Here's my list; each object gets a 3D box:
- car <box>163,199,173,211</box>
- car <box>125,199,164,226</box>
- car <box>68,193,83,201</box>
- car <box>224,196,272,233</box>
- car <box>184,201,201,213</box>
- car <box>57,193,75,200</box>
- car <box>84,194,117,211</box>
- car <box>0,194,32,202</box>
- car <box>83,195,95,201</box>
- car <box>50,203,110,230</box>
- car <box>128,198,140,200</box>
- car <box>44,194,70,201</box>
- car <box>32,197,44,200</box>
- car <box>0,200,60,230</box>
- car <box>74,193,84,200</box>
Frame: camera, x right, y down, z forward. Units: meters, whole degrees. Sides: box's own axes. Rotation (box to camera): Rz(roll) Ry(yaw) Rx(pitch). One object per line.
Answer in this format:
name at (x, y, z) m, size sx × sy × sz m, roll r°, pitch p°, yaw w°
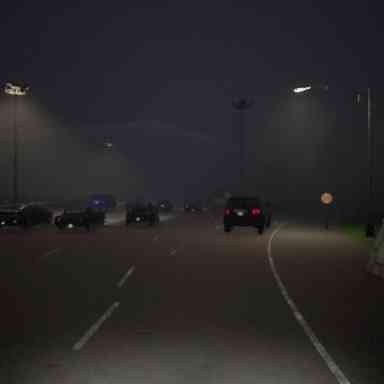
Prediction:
car at (-3.414, 1.583, 40.774) m, size 1.994 × 1.385 × 4.181 m, roll 0°, pitch 0°, yaw 0°
car at (-3.409, 1.503, 23.486) m, size 2.128 × 1.511 × 4.902 m, roll 0°, pitch 0°, yaw 0°
car at (-31.533, 1.253, 90.119) m, size 2.150 × 2.045 × 5.566 m, roll 0°, pitch 0°, yaw 0°
car at (3.452, 1.232, 20.020) m, size 2.150 × 2.045 × 5.566 m, roll -1°, pitch 0°, yaw 19°
car at (0.086, 1.618, 37.665) m, size 1.895 × 1.301 × 4.718 m, roll 0°, pitch 0°, yaw 0°
car at (-28.027, 1.388, 75.032) m, size 2.097 × 1.767 × 4.553 m, roll 0°, pitch 0°, yaw 0°
car at (-10.415, 1.240, 38.952) m, size 2.150 × 2.045 × 5.566 m, roll 0°, pitch 0°, yaw 0°
car at (-24.585, 1.244, 45.296) m, size 2.150 × 2.045 × 5.566 m, roll 0°, pitch 0°, yaw 0°
car at (-28.033, 1.577, 90.565) m, size 1.994 × 1.385 × 4.181 m, roll 0°, pitch 0°, yaw 0°
car at (-6.908, 1.610, 21.109) m, size 1.895 × 1.301 × 4.718 m, roll 0°, pitch 0°, yaw 0°
car at (-6.914, 1.510, 40.435) m, size 2.128 × 1.511 × 4.902 m, roll 0°, pitch 0°, yaw 0°
car at (-24.540, 1.529, 60.670) m, size 1.837 × 1.490 × 4.892 m, roll 0°, pitch 0°, yaw 1°
car at (-28.031, 1.572, 59.598) m, size 2.033 × 1.411 × 5.357 m, roll 0°, pitch 0°, yaw 0°
car at (-10.408, 1.502, 20.860) m, size 2.128 × 1.511 × 4.902 m, roll 0°, pitch 0°, yaw 0°
car at (-24.528, 1.511, 76.033) m, size 1.882 × 1.535 × 5.008 m, roll 0°, pitch 0°, yaw 0°
